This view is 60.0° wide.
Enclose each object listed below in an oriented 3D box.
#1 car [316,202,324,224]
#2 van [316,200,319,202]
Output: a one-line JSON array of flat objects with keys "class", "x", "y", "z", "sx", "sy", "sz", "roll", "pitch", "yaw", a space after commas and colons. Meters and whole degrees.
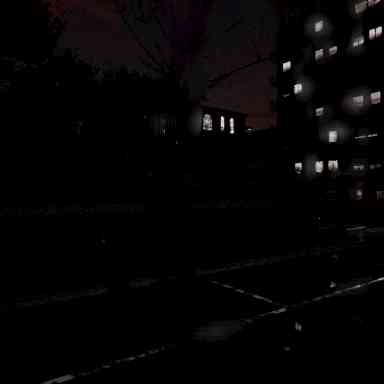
[{"class": "car", "x": 7.959, "y": 1.770, "z": 26.317, "sx": 1.837, "sy": 1.490, "sz": 4.892, "roll": 0, "pitch": -1, "yaw": -35}, {"class": "van", "x": 10.514, "y": 1.646, "z": 32.599, "sx": 1.690, "sy": 1.788, "sz": 3.998, "roll": -1, "pitch": 0, "yaw": -36}]
